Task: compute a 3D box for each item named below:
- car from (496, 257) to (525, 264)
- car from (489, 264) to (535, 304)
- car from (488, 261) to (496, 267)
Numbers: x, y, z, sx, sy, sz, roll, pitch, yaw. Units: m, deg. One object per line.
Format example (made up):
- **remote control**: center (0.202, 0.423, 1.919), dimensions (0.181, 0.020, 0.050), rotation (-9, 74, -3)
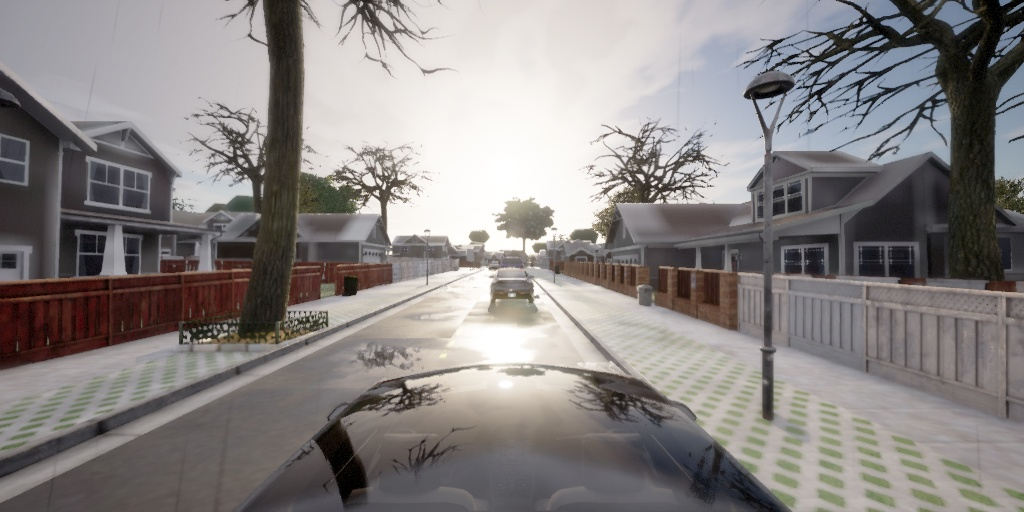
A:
- **car**: center (0.000, 1.113, 31.546), dimensions (2.150, 2.045, 5.566), rotation (0, 0, 0)
- **car**: center (0.000, 1.295, 16.507), dimensions (1.837, 1.490, 4.892), rotation (0, 0, 0)
- **car**: center (-2.750, 1.652, 58.519), dimensions (1.837, 1.490, 4.892), rotation (0, -1, 0)
